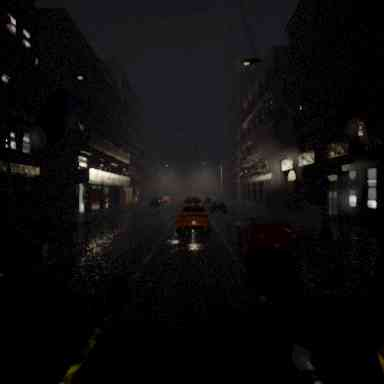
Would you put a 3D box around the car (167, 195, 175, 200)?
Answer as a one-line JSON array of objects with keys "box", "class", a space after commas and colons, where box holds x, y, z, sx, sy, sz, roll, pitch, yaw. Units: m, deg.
[{"box": [-5.671, 1.534, 91.224, 1.752, 1.417, 4.829, 0, 0, 0], "class": "car"}]

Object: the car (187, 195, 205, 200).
[{"box": [0.107, 1.358, 37.894, 2.097, 1.767, 4.553, 0, 0, 0], "class": "car"}]

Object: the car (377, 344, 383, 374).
[{"box": [2.692, 1.526, 1.379, 1.752, 1.417, 4.829, 0, 0, 0], "class": "car"}]

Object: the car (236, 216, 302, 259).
[{"box": [2.694, 1.547, 12.482, 1.887, 1.381, 4.507, 0, 0, 0], "class": "car"}]

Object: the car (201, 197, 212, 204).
[{"box": [2.704, 1.573, 63.207, 1.947, 1.339, 4.313, 0, 0, 0], "class": "car"}]

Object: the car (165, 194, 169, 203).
[{"box": [-5.678, 1.558, 57.577, 2.008, 1.369, 4.403, 0, 0, 0], "class": "car"}]

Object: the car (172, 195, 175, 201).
[{"box": [-5.673, 1.323, 80.123, 2.192, 1.841, 5.009, 0, 0, 0], "class": "car"}]

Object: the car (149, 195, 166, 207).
[{"box": [-5.679, 1.558, 51.940, 2.008, 1.369, 4.403, 0, 0, 0], "class": "car"}]

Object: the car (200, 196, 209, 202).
[{"box": [2.706, 1.589, 74.480, 1.802, 1.307, 4.206, 0, 0, 0], "class": "car"}]

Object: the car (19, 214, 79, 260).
[{"box": [-5.687, 1.548, 12.488, 1.887, 1.381, 4.507, 0, 0, 0], "class": "car"}]

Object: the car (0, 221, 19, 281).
[{"box": [-5.688, 1.442, 6.850, 1.967, 1.590, 4.097, 0, 0, 0], "class": "car"}]

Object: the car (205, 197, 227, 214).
[{"box": [2.699, 1.556, 35.026, 2.008, 1.369, 4.403, 0, 0, 0], "class": "car"}]

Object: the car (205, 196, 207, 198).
[{"box": [2.703, 1.532, 57.741, 1.752, 1.417, 4.829, 0, 0, 0], "class": "car"}]

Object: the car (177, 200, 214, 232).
[{"box": [0.103, 1.481, 20.107, 1.882, 1.535, 5.008, 0, 0, 0], "class": "car"}]

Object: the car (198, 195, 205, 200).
[{"box": [2.710, 1.590, 91.389, 1.802, 1.307, 4.206, 0, 0, 0], "class": "car"}]

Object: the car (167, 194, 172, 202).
[{"box": [-5.676, 1.552, 68.850, 1.887, 1.381, 4.507, 0, 0, 0], "class": "car"}]
